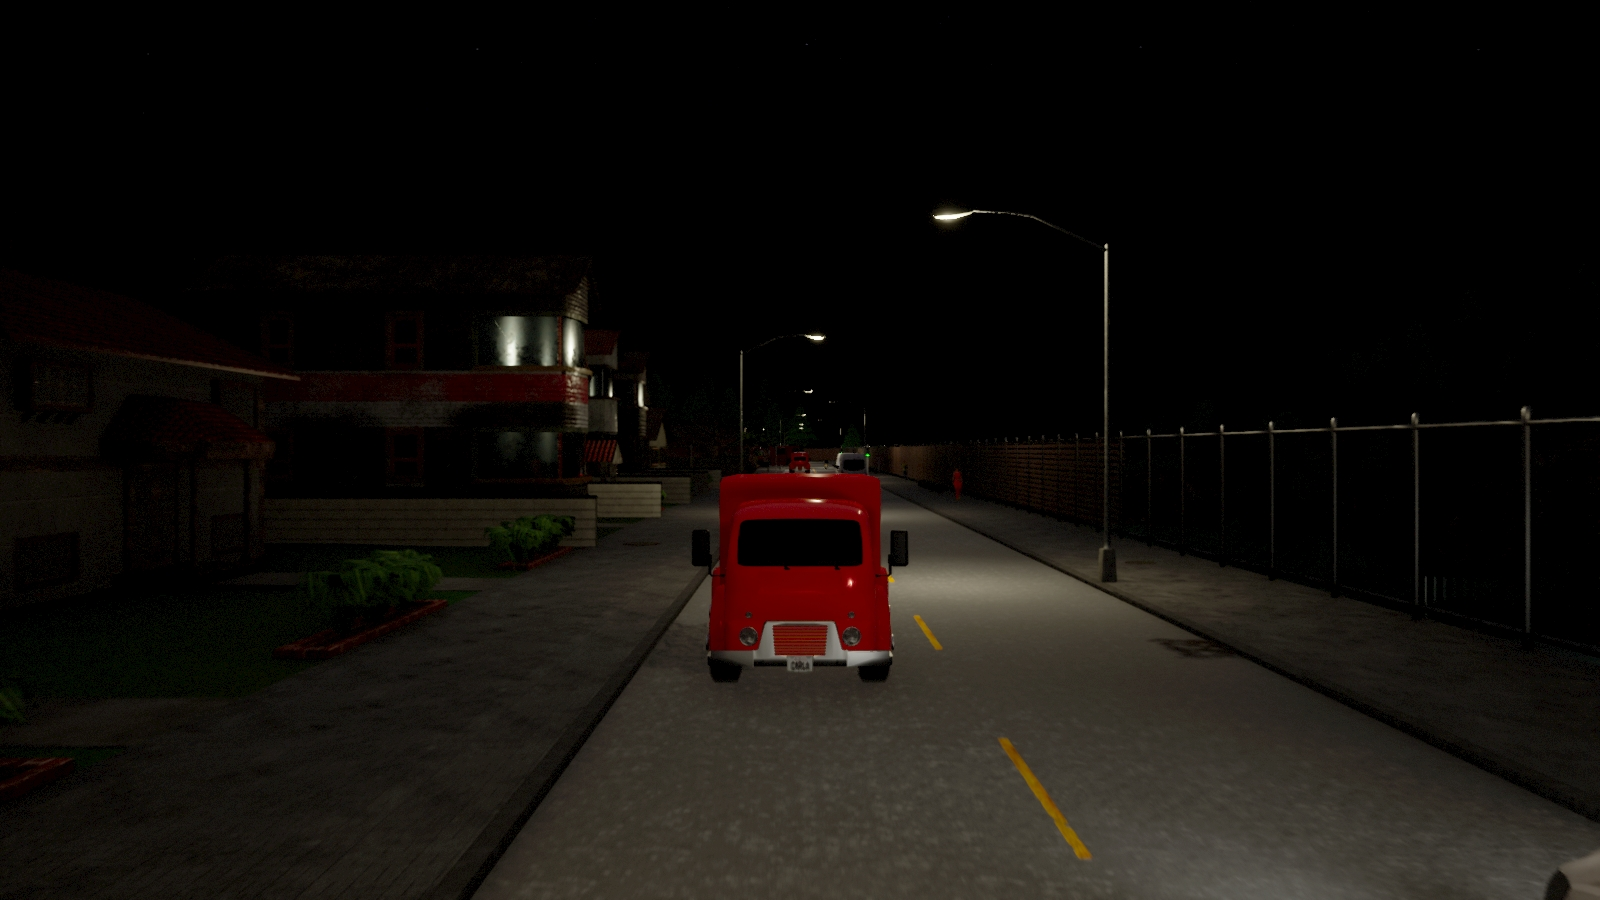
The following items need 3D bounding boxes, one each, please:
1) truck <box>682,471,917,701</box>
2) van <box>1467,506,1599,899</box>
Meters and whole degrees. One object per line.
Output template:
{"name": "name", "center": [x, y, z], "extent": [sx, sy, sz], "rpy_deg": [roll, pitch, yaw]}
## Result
{"name": "truck", "center": [-0.003, 1.568, 15.357], "extent": [2.627, 2.467, 5.204], "rpy_deg": [0, 0, 0]}
{"name": "van", "center": [3.995, 1.535, 2.179], "extent": [1.988, 2.561, 5.915], "rpy_deg": [0, 0, 0]}
